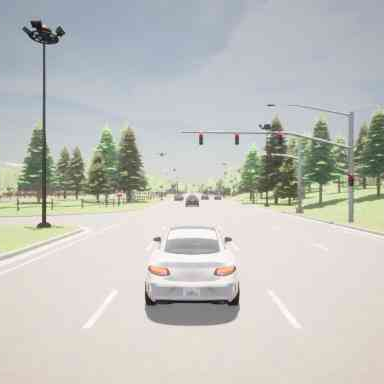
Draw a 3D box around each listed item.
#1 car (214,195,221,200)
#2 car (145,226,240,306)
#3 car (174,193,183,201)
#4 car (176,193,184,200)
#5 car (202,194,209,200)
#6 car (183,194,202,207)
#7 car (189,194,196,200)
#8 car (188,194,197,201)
[{"bbox_3d":[7.114,1.525,93.258,2.128,1.511,4.902,0,0,0],"label":"car"},{"bbox_3d":[0.016,1.526,7.917,1.812,1.442,4.674,0,0,0],"label":"car"},{"bbox_3d":[-3.398,1.544,82.821,1.994,1.385,4.181,0,0,0],"label":"car"},{"bbox_3d":[-3.386,1.187,92.827,2.097,1.767,4.553,0,0,0],"label":"car"},{"bbox_3d":[3.614,1.355,93.232,2.097,1.767,4.553,0,0,0],"label":"car"},{"bbox_3d":[0.063,1.352,51.790,2.097,1.767,4.553,0,0,0],"label":"car"},{"bbox_3d":[0.114,1.332,92.853,1.837,1.490,4.892,0,0,0],"label":"car"},{"bbox_3d":[0.102,1.347,82.820,2.097,1.767,4.553,0,0,0],"label":"car"}]
